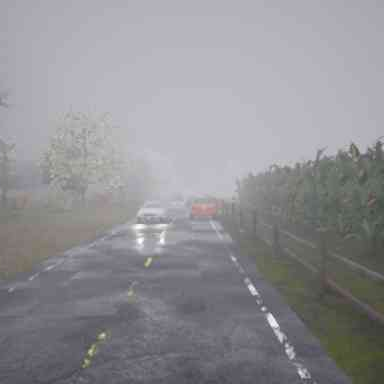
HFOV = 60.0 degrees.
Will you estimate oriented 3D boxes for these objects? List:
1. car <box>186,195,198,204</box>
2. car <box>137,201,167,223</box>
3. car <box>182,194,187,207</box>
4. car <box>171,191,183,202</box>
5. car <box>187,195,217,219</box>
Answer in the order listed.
[{"bbox_3d":[0.011,1.265,56.987,1.994,1.385,4.181,0,0,0],"label":"car"},{"bbox_3d":[-2.844,1.413,24.424,1.812,1.442,4.674,0,0,0],"label":"car"},{"bbox_3d":[0.019,1.310,46.687,2.033,1.411,5.357,0,0,0],"label":"car"},{"bbox_3d":[-2.753,0.872,65.001,2.150,2.045,5.566,0,0,0],"label":"car"},{"bbox_3d":[0.905,1.222,27.559,2.097,1.767,4.553,0,0,1],"label":"car"}]
